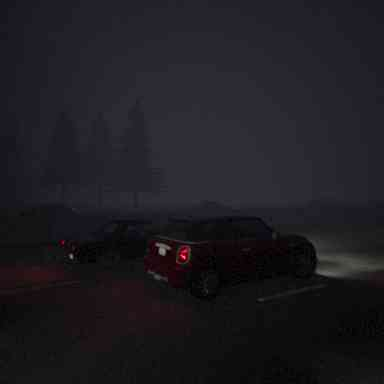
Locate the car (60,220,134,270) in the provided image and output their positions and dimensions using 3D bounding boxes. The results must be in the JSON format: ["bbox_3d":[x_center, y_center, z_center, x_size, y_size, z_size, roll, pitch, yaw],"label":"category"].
[{"bbox_3d":[-1.674,1.579,10.915,4.718,1.301,1.895,0,0,-33],"label":"car"}]

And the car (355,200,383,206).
[{"bbox_3d":[18.532,1.515,33.467,5.357,1.411,2.033,0,0,-22],"label":"car"}]

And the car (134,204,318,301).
[{"bbox_3d":[1.118,1.338,8.525,4.553,1.767,2.097,0,0,-33],"label":"car"}]

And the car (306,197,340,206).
[{"bbox_3d":[17.476,1.438,44.378,4.902,1.511,2.128,0,0,-21],"label":"car"}]

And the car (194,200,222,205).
[{"bbox_3d":[1.108,1.476,29.056,4.674,1.442,1.812,0,0,-28],"label":"car"}]

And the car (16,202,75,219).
[{"bbox_3d":[-11.299,1.502,25.712,4.181,1.385,1.994,0,0,-33],"label":"car"}]
